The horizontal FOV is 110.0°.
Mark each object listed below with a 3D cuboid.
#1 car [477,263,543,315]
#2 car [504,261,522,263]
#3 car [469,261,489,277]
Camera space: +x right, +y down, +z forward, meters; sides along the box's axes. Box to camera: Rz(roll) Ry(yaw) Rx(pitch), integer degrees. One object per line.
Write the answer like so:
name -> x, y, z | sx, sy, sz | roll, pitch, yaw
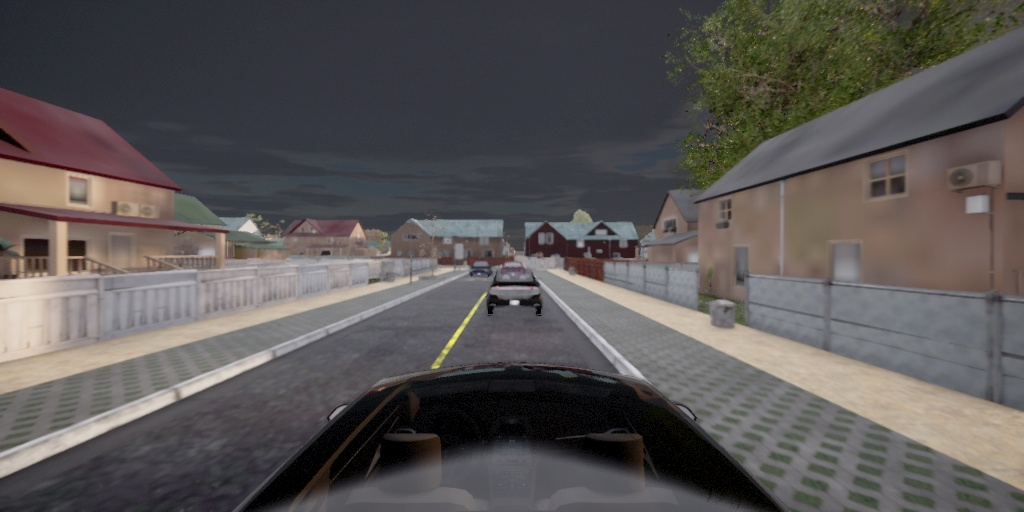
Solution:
car -> 0.084, 1.190, 13.230 | 2.128, 1.511, 4.902 | 0, 0, 0
car -> 0.079, 1.112, 27.919 | 1.882, 1.535, 5.008 | 0, 0, 0
car -> -2.816, 1.158, 33.428 | 2.033, 1.411, 5.357 | 0, 0, 0
